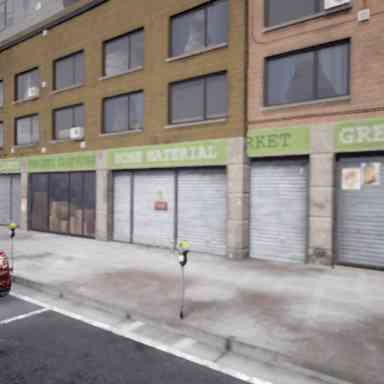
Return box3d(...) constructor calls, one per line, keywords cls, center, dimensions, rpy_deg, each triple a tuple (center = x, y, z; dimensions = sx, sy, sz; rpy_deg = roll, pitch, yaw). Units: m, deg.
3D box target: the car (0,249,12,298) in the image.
box3d(cls="car", center=(-5.702, 1.412, 7.133), dimensions=(4.097, 1.590, 1.967), rpy_deg=(0, 1, 35))
